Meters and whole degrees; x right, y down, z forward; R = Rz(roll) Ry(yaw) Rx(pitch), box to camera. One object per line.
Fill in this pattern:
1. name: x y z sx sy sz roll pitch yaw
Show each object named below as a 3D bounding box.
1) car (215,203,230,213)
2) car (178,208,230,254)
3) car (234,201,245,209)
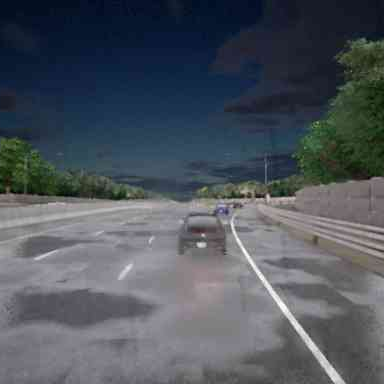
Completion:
1. car: 3.947 2.211 43.462 1.812 1.442 4.674 1 0 10
2. car: 0.477 1.663 14.226 1.837 1.490 4.892 0 -1 3
3. car: 9.848 2.733 69.114 1.837 1.490 4.892 -1 -1 17
